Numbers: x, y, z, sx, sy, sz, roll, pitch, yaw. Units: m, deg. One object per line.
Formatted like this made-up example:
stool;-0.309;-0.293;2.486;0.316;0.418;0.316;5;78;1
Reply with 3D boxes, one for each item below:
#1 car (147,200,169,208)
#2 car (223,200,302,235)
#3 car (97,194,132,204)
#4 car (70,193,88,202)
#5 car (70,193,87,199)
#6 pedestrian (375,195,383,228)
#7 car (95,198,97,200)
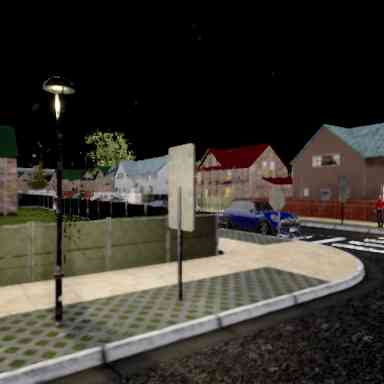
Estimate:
car;-2.059;1.341;26.650;2.033;1.411;5.357;0;1;-34
car;3.683;1.250;18.079;2.097;1.767;4.553;0;1;-32
car;-7.914;1.177;35.261;2.128;1.511;4.902;0;1;-34
car;-19.509;0.945;57.510;1.812;1.442;4.674;0;1;-33
car;-16.580;1.122;48.146;1.994;1.385;4.181;0;1;-34
pedestrian;10.526;1.071;18.582;0.375;1.860;0.375;1;0;-34
car;-12.025;1.039;46.540;1.882;1.535;5.008;0;1;-34
